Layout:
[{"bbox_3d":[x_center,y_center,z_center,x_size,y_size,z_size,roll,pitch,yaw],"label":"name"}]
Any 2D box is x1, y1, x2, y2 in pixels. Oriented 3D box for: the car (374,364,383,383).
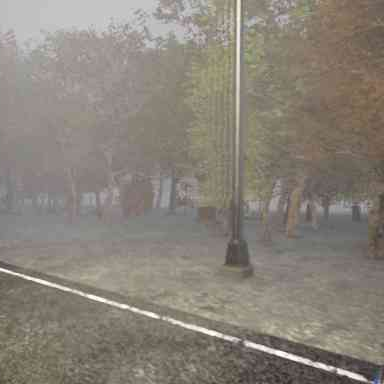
[{"bbox_3d":[3.730,1.245,1.086,5.566,2.045,2.150,0,-1,35],"label":"car"}]
